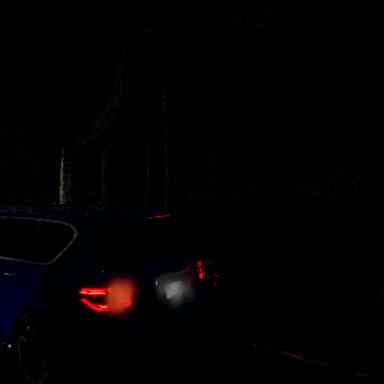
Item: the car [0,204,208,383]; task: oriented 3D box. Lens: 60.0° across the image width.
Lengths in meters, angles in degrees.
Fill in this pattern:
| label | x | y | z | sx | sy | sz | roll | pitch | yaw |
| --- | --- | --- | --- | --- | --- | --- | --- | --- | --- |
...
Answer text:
| label | x | y | z | sx | sy | sz | roll | pitch | yaw |
| --- | --- | --- | --- | --- | --- | --- | --- | --- | --- |
| car | -2.381 | 1.223 | 5.384 | 5.566 | 2.045 | 2.150 | 0 | 0 | 35 |
